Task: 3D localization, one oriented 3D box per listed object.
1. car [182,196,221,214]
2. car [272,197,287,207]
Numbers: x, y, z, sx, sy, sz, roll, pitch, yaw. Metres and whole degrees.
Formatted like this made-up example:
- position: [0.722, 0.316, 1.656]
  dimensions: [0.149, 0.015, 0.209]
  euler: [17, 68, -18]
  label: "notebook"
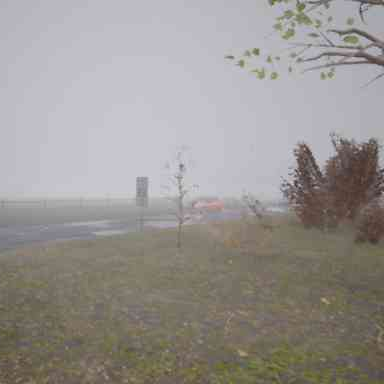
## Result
- position: [1.061, 1.231, 32.160]
  dimensions: [2.097, 1.767, 4.553]
  euler: [1, 0, 35]
  label: "car"
- position: [13.597, 1.431, 49.665]
  dimensions: [2.128, 1.511, 4.902]
  euler: [1, 0, 36]
  label: "car"
